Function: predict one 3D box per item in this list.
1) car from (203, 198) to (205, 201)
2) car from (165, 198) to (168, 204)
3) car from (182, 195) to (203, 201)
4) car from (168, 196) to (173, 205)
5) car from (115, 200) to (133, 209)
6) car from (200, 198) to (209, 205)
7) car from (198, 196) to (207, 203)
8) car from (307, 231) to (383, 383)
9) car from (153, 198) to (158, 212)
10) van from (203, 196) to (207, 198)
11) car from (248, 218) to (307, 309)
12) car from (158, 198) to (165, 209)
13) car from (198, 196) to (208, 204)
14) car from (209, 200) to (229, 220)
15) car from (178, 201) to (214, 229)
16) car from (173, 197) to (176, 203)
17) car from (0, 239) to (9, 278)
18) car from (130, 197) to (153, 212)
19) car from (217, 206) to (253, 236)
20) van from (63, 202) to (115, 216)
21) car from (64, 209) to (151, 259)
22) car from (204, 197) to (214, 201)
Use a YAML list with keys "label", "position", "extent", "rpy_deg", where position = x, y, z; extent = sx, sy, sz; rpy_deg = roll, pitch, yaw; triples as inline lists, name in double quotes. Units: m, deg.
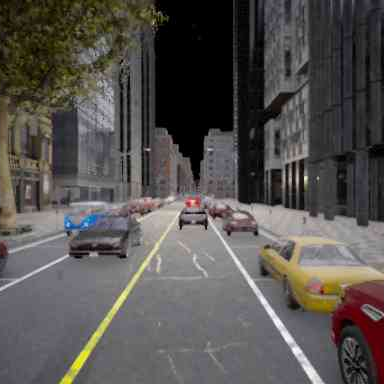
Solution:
- label: "car"
  position: [2.654, 1.881, 47.058]
  extent: [1.947, 1.339, 4.313]
  rpy_deg: [0, 0, 0]
- label: "car"
  position: [-5.875, 1.849, 58.349]
  extent: [1.967, 1.590, 4.097]
  rpy_deg: [0, 0, 0]
- label: "car"
  position: [0.087, 1.525, 45.785]
  extent: [2.150, 2.045, 5.566]
  rpy_deg: [0, -1, 0]
- label: "car"
  position: [-5.888, 2.088, 75.064]
  extent: [1.752, 1.417, 4.829]
  rpy_deg: [0, -1, 1]
- label: "car"
  position: [-5.865, 1.595, 24.513]
  extent: [1.967, 1.590, 4.097]
  rpy_deg: [0, 0, 0]
- label: "car"
  position: [2.647, 2.038, 69.821]
  extent: [1.752, 1.417, 4.829]
  rpy_deg: [0, -1, 1]
- label: "car"
  position: [2.642, 1.983, 86.530]
  extent: [2.192, 1.841, 5.009]
  rpy_deg: [0, -1, 0]
- label: "car"
  position: [2.669, 1.325, 1.950]
  extent: [2.192, 1.841, 5.009]
  rpy_deg: [0, 0, 0]
- label: "car"
  position: [-5.870, 1.590, 41.432]
  extent: [2.192, 1.841, 5.009]
  rpy_deg: [0, 0, 0]
- label: "van"
  position: [2.651, 1.701, 52.698]
  extent: [1.690, 1.788, 3.998]
  rpy_deg: [0, -1, 0]
- label: "car"
  position: [2.666, 1.567, 7.757]
  extent: [1.752, 1.417, 4.829]
  rpy_deg: [0, 0, 0]
- label: "car"
  position: [-5.874, 1.801, 52.711]
  extent: [1.967, 1.590, 4.097]
  rpy_deg: [0, 0, 0]
- label: "car"
  position: [2.643, 1.932, 80.890]
  extent: [2.192, 1.841, 5.009]
  rpy_deg: [0, -1, 0]
- label: "car"
  position: [2.659, 1.738, 30.142]
  extent: [1.887, 1.381, 4.507]
  rpy_deg: [0, 0, 0]
- label: "car"
  position: [0.094, 1.630, 22.522]
  extent: [2.128, 1.511, 4.902]
  rpy_deg: [0, -1, 0]
- label: "car"
  position: [-5.884, 2.193, 86.376]
  extent: [1.752, 1.417, 4.829]
  rpy_deg: [0, -1, 0]
- label: "car"
  position: [-5.859, 1.623, 7.594]
  extent: [1.802, 1.307, 4.206]
  rpy_deg: [0, 0, 0]
- label: "car"
  position: [-5.868, 1.549, 35.793]
  extent: [2.192, 1.841, 5.009]
  rpy_deg: [0, 0, 0]
- label: "car"
  position: [2.662, 1.696, 18.863]
  extent: [1.802, 1.307, 4.206]
  rpy_deg: [0, 0, 0]
- label: "van"
  position: [-5.863, 1.456, 18.875]
  extent: [1.690, 1.788, 3.998]
  rpy_deg: [0, 0, 0]
- label: "car"
  position: [-3.103, 1.623, 13.174]
  extent: [2.033, 1.411, 5.357]
  rpy_deg: [0, 0, 0]
- label: "car"
  position: [2.657, 1.673, 35.781]
  extent: [1.967, 1.590, 4.097]
  rpy_deg: [0, 0, 0]
